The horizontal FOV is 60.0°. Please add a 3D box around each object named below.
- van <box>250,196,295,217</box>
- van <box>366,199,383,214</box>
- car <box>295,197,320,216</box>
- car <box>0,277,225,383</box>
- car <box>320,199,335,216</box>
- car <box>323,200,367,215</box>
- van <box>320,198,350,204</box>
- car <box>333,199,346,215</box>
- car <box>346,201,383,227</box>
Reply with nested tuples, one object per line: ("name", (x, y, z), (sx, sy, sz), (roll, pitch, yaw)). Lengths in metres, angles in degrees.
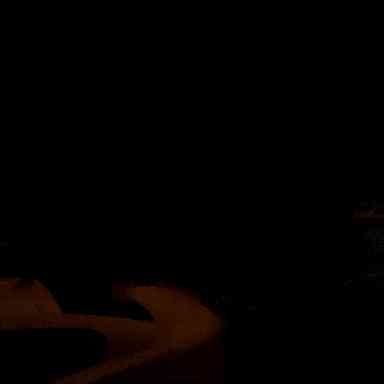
("van", (7.817, 1.468, 34.067), (1.878, 1.987, 4.442), (2, -1, -35))
("van", (28.203, 2.142, 48.608), (1.878, 1.987, 4.442), (2, -1, -35))
("car", (10.223, 1.506, 35.673), (2.435, 2.045, 5.566), (1, -1, -35))
("car", (-2.036, 1.479, 2.232), (5.008, 1.535, 1.882), (0, 0, -36))
("car", (12.595, 1.826, 37.103), (1.946, 1.575, 5.366), (2, -1, -35))
("car", (19.269, 1.933, 42.053), (2.185, 1.767, 4.553), (2, -1, -35))
("van", (16.932, 1.756, 40.567), (1.878, 1.987, 4.442), (2, -1, -35))
("car", (14.743, 1.905, 38.855), (2.231, 1.521, 4.892), (2, -1, -35))
("car", (13.247, 1.634, 21.501), (1.946, 1.575, 5.366), (1, -1, -35))
